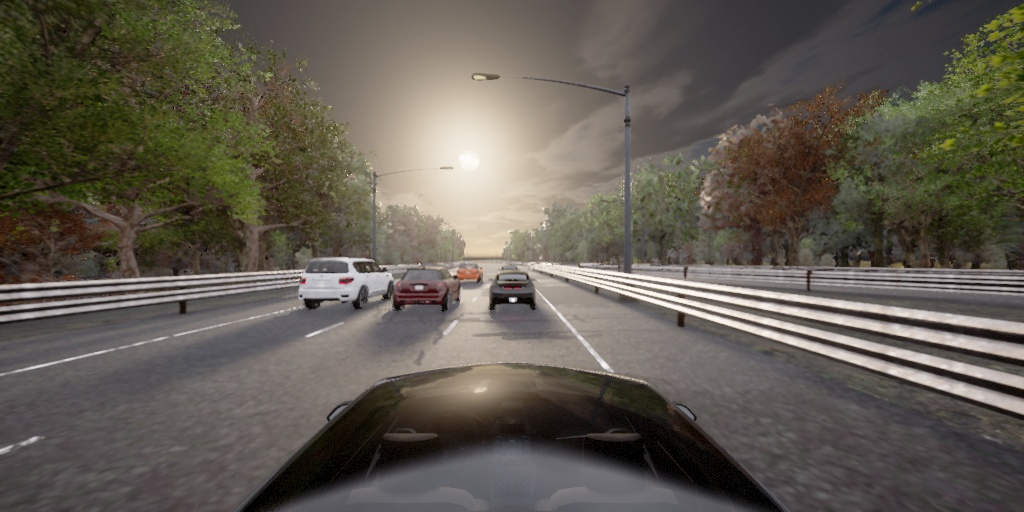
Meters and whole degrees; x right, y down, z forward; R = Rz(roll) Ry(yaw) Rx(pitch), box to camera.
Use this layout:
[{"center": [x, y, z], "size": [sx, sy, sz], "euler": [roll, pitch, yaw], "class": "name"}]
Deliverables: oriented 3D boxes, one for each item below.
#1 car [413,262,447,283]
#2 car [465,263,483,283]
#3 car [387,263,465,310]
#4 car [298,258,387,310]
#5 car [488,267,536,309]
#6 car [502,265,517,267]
[{"center": [-7.246, 1.411, 32.246], "size": [2.097, 1.767, 4.553], "euler": [0, -1, -1], "class": "car"}, {"center": [-3.746, 1.411, 32.276], "size": [2.097, 1.767, 4.553], "euler": [0, -1, -1], "class": "car"}, {"center": [-3.487, 1.236, 15.518], "size": [2.097, 1.767, 4.553], "euler": [0, -1, 0], "class": "car"}, {"center": [-6.984, 1.109, 15.778], "size": [2.150, 2.045, 5.566], "euler": [0, -1, -1], "class": "car"}, {"center": [0.013, 1.390, 15.736], "size": [1.837, 1.490, 4.892], "euler": [0, -1, -1], "class": "car"}, {"center": [-0.252, 1.566, 32.614], "size": [1.837, 1.490, 4.892], "euler": [0, -1, -1], "class": "car"}]
